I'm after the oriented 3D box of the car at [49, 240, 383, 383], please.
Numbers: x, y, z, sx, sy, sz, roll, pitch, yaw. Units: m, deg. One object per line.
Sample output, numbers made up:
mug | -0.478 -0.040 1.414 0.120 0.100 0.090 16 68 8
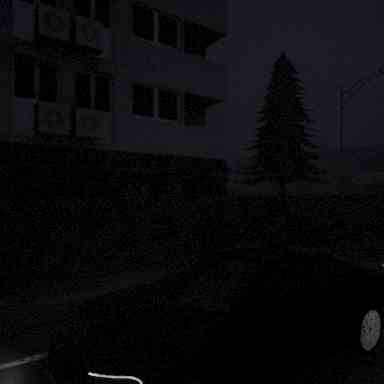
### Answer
car | 0.756 1.483 4.518 5.008 1.535 1.882 0 0 -35
